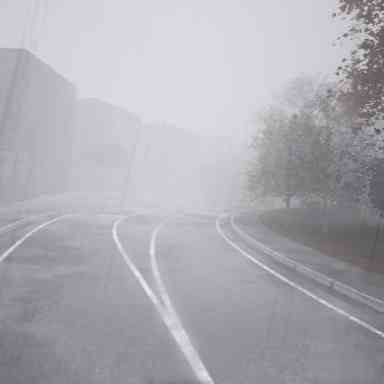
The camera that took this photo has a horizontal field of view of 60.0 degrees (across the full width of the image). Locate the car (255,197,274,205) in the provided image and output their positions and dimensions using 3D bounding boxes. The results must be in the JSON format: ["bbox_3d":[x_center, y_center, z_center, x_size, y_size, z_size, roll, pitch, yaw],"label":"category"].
[{"bbox_3d":[13.184,1.479,60.662,1.837,1.490,4.892,3,1,42],"label":"car"}]
